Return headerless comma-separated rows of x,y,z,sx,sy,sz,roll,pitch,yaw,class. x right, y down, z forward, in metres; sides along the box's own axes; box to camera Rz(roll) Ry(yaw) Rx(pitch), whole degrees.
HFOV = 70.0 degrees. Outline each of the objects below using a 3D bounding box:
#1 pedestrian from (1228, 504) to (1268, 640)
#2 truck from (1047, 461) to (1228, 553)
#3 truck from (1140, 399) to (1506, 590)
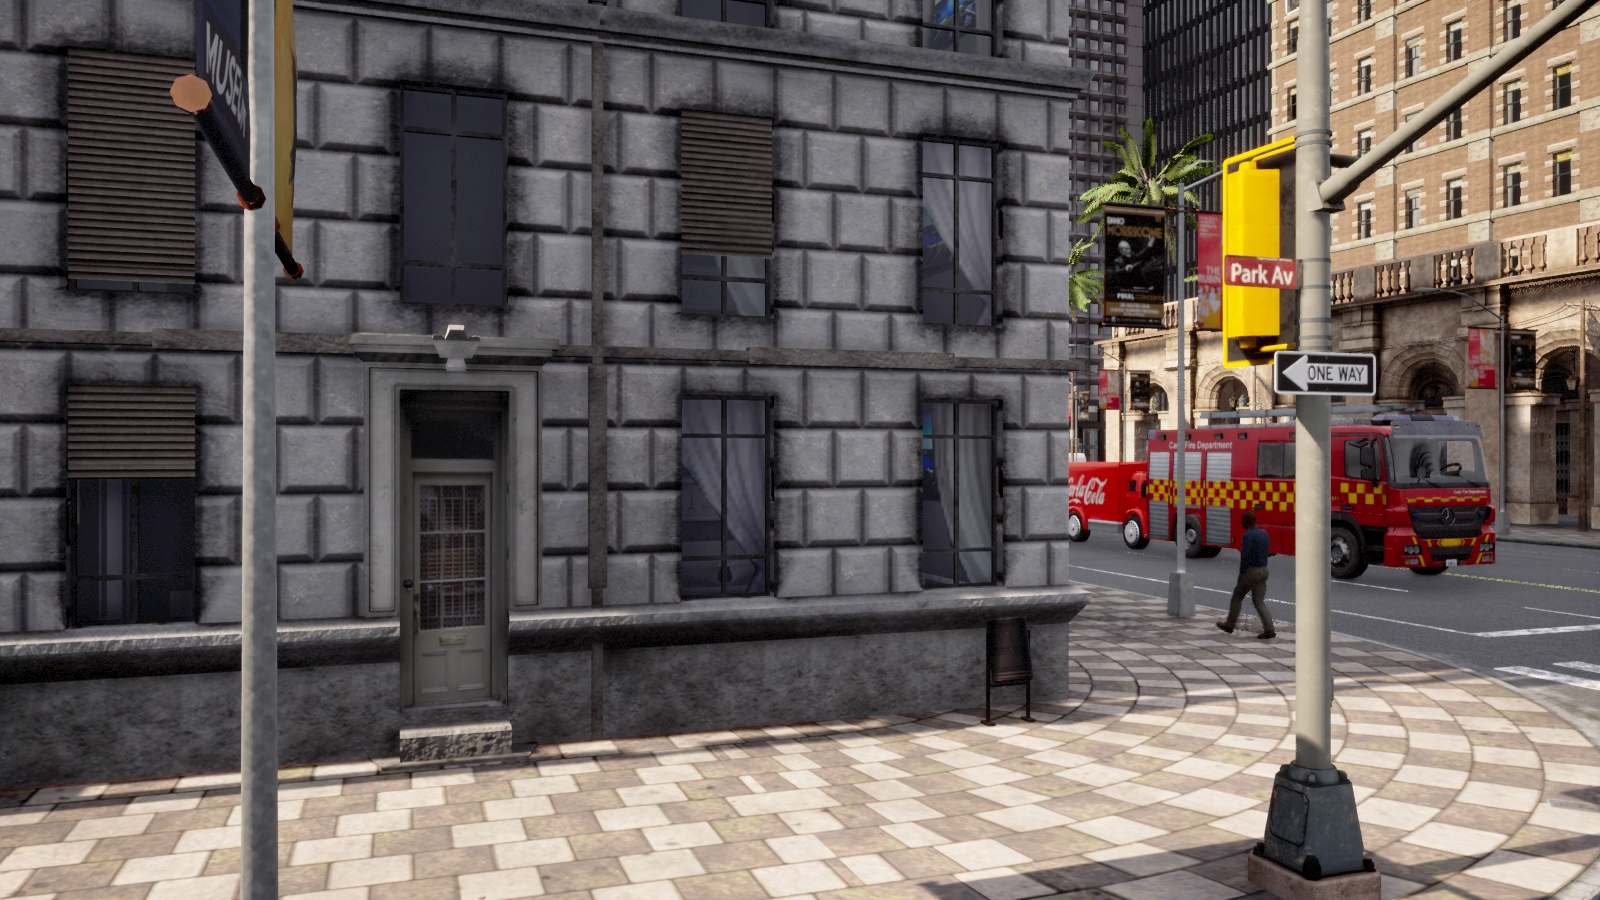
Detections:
6.282,1.699,16.019,0.375,1.860,0.375,0,0,-27,pedestrian
9.884,1.568,34.016,2.627,2.467,5.204,0,0,-19,truck
11.966,0.892,27.385,2.891,3.827,8.468,0,0,-19,truck
